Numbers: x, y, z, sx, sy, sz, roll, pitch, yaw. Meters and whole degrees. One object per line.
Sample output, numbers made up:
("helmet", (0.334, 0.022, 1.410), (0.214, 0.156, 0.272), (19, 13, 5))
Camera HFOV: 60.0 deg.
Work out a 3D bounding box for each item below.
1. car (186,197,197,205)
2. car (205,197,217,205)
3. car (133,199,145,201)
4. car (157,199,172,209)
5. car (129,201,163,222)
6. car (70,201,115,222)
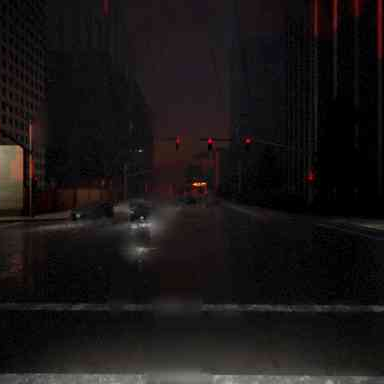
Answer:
("car", (-0.105, 1.545, 58.407), (2.033, 1.411, 5.357), (0, 0, 0))
("car", (3.395, 1.523, 58.414), (1.812, 1.442, 4.674), (0, 0, 0))
("car", (-7.171, 1.599, 44.574), (1.895, 1.301, 4.718), (0, 0, 0))
("car", (-3.669, 1.562, 44.189), (1.994, 1.385, 4.181), (0, 0, 0))
("car", (-3.647, 1.589, 26.344), (1.895, 1.301, 4.718), (0, 0, 0))
("car", (-7.818, 1.482, 26.542), (2.128, 1.511, 4.902), (0, 0, 10))
